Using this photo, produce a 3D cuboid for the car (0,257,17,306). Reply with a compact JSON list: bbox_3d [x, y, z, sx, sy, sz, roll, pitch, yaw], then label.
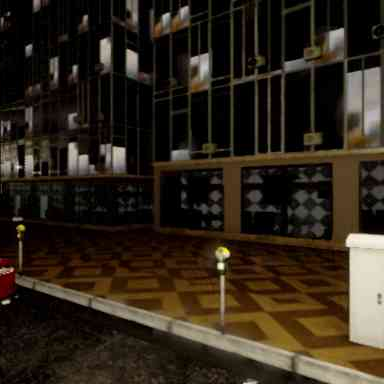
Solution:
[{"bbox_3d":[-5.281,1.532,6.643,4.507,1.381,1.887,0,0,35],"label":"car"}]
